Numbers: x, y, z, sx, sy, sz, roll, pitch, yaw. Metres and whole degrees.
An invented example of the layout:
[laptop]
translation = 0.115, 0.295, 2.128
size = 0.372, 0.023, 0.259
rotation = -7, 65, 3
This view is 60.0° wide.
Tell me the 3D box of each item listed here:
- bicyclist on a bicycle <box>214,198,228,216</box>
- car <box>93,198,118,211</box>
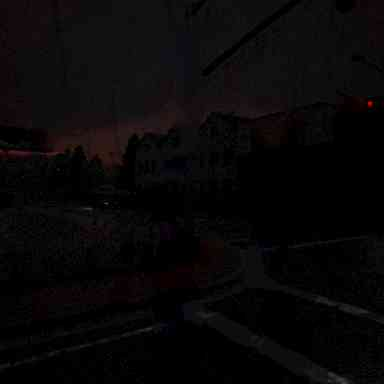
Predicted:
[bicyclist on a bicycle]
translation = 2.517, 1.302, 28.798
size = 1.656, 1.620, 0.582
rotation = 0, 0, -35
[car]
translation = -10.675, 1.491, 40.848
size = 1.812, 1.442, 4.674
rotation = 1, 0, -35
